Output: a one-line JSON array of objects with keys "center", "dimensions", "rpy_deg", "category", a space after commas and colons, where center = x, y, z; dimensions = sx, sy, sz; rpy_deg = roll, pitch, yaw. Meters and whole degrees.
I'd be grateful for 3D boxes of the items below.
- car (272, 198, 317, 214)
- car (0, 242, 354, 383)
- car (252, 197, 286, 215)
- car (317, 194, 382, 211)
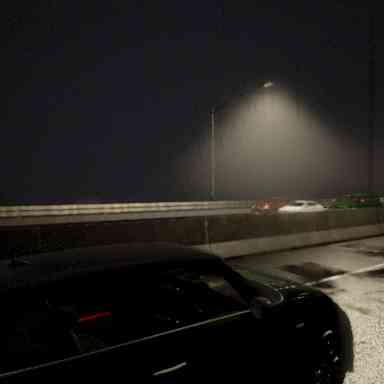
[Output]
[{"center": [9.088, 1.453, 27.465], "dimensions": [4.674, 1.442, 1.812], "rpy_deg": [0, 0, -35], "category": "car"}, {"center": [-0.294, 1.346, 3.523], "dimensions": [4.553, 1.767, 2.097], "rpy_deg": [0, 0, -36], "category": "car"}, {"center": [7.640, 1.277, 30.718], "dimensions": [4.553, 1.767, 2.097], "rpy_deg": [0, 0, -35], "category": "car"}, {"center": [12.389, 1.146, 25.497], "dimensions": [5.566, 2.045, 2.150], "rpy_deg": [0, 0, -35], "category": "car"}]
